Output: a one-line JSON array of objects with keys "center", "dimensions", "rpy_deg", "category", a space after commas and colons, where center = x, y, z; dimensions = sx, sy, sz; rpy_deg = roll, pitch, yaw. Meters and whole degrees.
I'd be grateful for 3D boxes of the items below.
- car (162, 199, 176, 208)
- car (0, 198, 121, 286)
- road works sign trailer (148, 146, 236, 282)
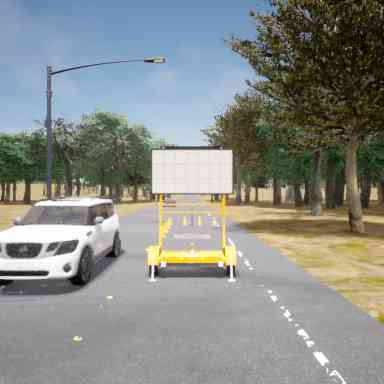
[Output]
[{"center": [-3.592, 1.721, 51.606], "dimensions": [1.994, 1.385, 4.181], "rpy_deg": [0, -1, 0], "category": "car"}, {"center": [-3.600, 1.225, 9.753], "dimensions": [2.150, 2.045, 5.566], "rpy_deg": [0, 0, 0], "category": "car"}, {"center": [0.008, 0.468, 9.784], "dimensions": [2.380, 3.560, 2.880], "rpy_deg": [0, 0, 0], "category": "road works sign trailer"}]
